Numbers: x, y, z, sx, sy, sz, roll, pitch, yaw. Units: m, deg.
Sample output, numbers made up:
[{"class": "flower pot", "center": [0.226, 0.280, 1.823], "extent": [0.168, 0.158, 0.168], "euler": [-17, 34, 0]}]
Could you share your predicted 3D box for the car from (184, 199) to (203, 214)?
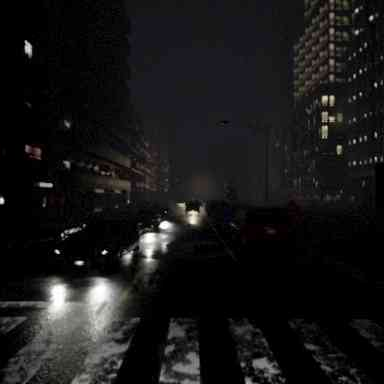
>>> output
[{"class": "car", "center": [0.097, 1.956, 42.738], "extent": [1.837, 1.490, 4.892], "euler": [0, -1, 0]}]

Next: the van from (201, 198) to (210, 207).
[{"class": "van", "center": [2.675, 2.109, 68.916], "extent": [1.690, 1.788, 3.998], "euler": [0, -1, 0]}]

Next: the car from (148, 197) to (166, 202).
[{"class": "car", "center": [-5.702, 1.978, 52.336], "extent": [1.967, 1.590, 4.097], "euler": [0, -1, 0]}]

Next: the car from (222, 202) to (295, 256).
[{"class": "car", "center": [2.688, 1.454, 13.655], "extent": [2.192, 1.841, 5.009], "euler": [0, -1, 0]}]

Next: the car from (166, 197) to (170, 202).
[{"class": "car", "center": [-5.704, 2.190, 63.217], "extent": [1.752, 1.417, 4.829], "euler": [0, -1, 0]}]

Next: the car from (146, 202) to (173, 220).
[{"class": "car", "center": [-3.081, 1.917, 32.032], "extent": [1.895, 1.301, 4.718], "euler": [0, -1, 0]}]

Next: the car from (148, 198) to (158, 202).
[{"class": "car", "center": [-5.699, 1.851, 41.283], "extent": [1.967, 1.590, 4.097], "euler": [0, -1, 0]}]

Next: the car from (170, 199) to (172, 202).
[{"class": "car", "center": [-5.705, 2.278, 68.912], "extent": [1.887, 1.381, 4.507], "euler": [0, -1, 0]}]

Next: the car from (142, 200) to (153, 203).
[{"class": "car", "center": [-5.698, 1.892, 35.755], "extent": [1.887, 1.381, 4.507], "euler": [0, -1, 0]}]

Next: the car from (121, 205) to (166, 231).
[{"class": "car", "center": [-3.096, 1.769, 22.021], "extent": [1.994, 1.385, 4.181], "euler": [0, -1, 0]}]

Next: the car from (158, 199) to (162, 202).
[{"class": "car", "center": [-5.700, 2.056, 46.808], "extent": [1.802, 1.307, 4.206], "euler": [0, -1, 0]}]

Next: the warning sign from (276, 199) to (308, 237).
[{"class": "warning sign", "center": [5.074, 1.299, 16.913], "extent": [1.300, 1.860, 1.060], "euler": [0, 0, 0]}]

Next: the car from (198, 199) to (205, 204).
[{"class": "car", "center": [2.669, 2.569, 91.189], "extent": [1.752, 1.417, 4.829], "euler": [0, -1, 0]}]

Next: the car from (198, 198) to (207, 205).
[{"class": "car", "center": [2.670, 2.412, 85.494], "extent": [1.967, 1.590, 4.097], "euler": [0, -1, 0]}]

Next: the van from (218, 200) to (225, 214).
[{"class": "van", "center": [2.686, 1.540, 19.180], "extent": [1.690, 1.788, 3.998], "euler": [0, -1, 0]}]

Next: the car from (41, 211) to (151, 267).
[{"class": "car", "center": [-3.066, 1.646, 12.052], "extent": [2.033, 1.411, 5.357], "euler": [0, -1, 3]}]

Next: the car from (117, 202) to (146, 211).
[{"class": "car", "center": [-5.696, 1.836, 30.229], "extent": [2.008, 1.369, 4.403], "euler": [0, -1, 0]}]

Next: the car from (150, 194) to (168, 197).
[{"class": "car", "center": [-8.750, 1.575, 84.385], "extent": [2.150, 2.045, 5.566], "euler": [3, 20, 46]}]

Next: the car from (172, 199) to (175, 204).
[{"class": "car", "center": [-5.710, 2.482, 85.492], "extent": [1.887, 1.381, 4.507], "euler": [0, -1, 0]}]

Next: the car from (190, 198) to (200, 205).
[{"class": "car", "center": [0.748, 2.271, 81.926], "extent": [2.097, 1.767, 4.553], "euler": [0, -1, 3]}]

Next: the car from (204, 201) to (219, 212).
[{"class": "car", "center": [2.680, 2.054, 46.810], "extent": [1.887, 1.381, 4.507], "euler": [0, -1, 0]}]

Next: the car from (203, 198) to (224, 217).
[{"class": "car", "center": [2.682, 1.698, 35.759], "extent": [2.192, 1.841, 5.009], "euler": [0, -1, 0]}]

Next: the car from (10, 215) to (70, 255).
[{"class": "car", "center": [-5.692, 1.655, 13.650], "extent": [2.008, 1.369, 4.403], "euler": [0, -1, 0]}]

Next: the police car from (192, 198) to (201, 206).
[{"class": "police car", "center": [0.890, 2.223, 72.023], "extent": [1.930, 1.638, 5.238], "euler": [0, -1, 0]}]
